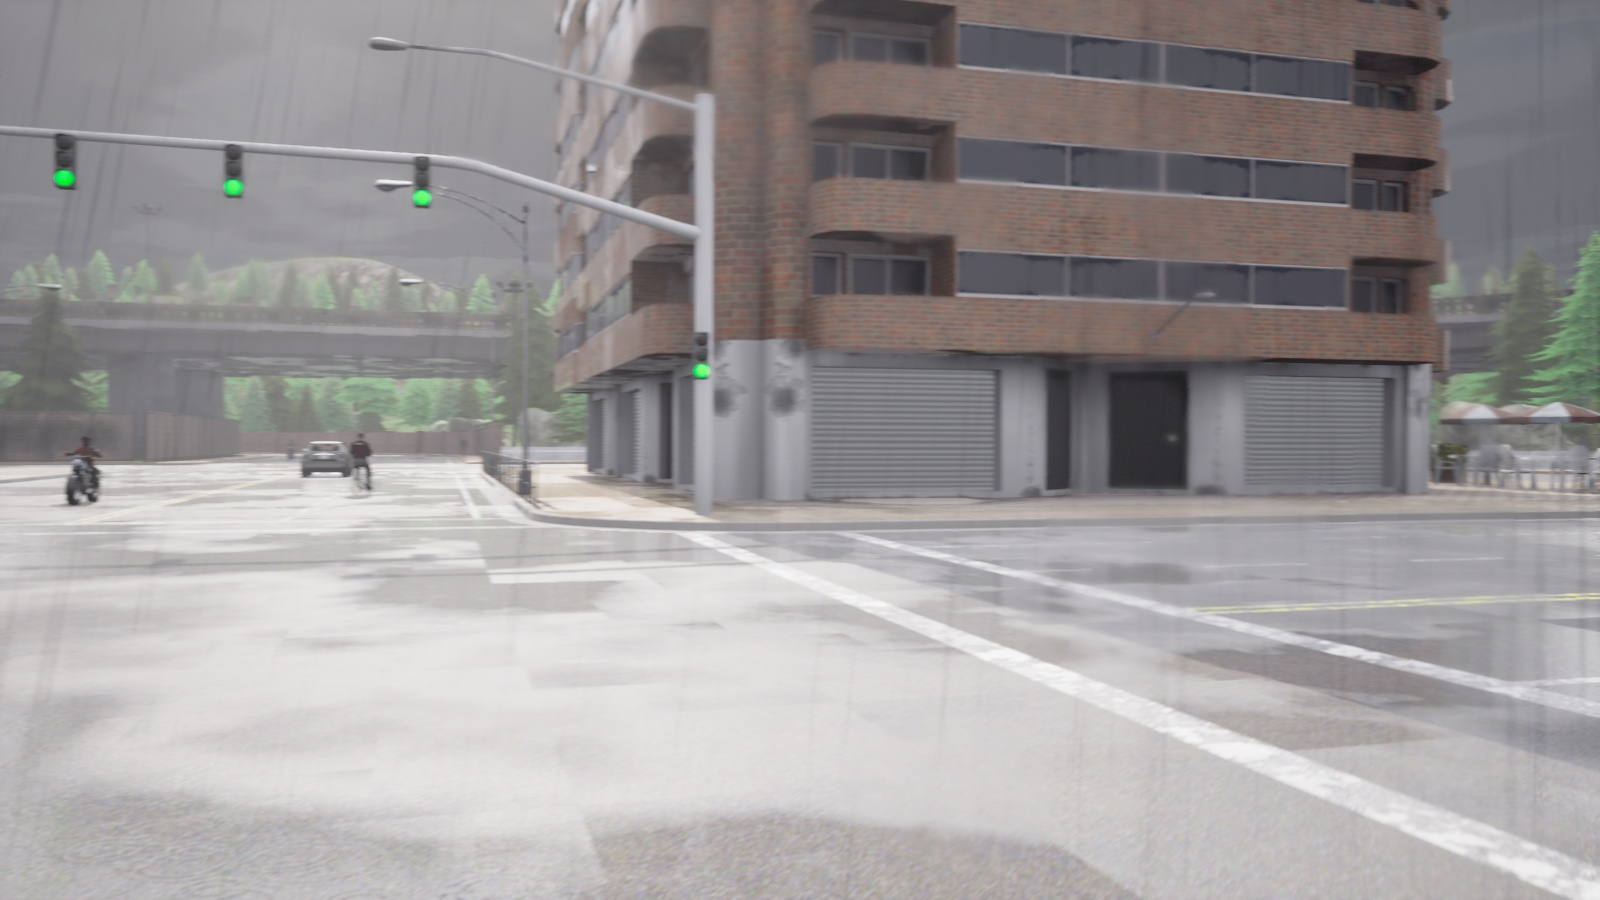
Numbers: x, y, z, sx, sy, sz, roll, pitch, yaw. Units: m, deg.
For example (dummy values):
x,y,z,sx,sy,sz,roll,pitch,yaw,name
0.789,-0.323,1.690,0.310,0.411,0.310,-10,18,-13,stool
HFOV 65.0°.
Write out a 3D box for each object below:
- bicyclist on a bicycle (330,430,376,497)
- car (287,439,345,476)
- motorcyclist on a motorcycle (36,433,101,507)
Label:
x,y,z,sx,sy,sz,roll,pitch,yaw,name
-12.145,0.357,34.147,0.659,1.776,1.843,0,1,-2,bicyclist on a bicycle
-20.268,0.303,52.683,1.970,1.475,3.806,0,0,-17,car
-17.035,0.442,29.302,0.766,1.649,2.350,0,1,-16,motorcyclist on a motorcycle
